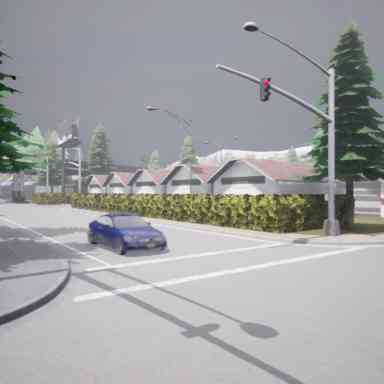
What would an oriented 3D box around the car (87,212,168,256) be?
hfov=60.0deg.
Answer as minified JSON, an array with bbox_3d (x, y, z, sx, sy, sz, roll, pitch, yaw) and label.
[{"bbox_3d":[-2.819,1.595,13.584,1.812,1.442,4.674,0,1,-37],"label":"car"}]
